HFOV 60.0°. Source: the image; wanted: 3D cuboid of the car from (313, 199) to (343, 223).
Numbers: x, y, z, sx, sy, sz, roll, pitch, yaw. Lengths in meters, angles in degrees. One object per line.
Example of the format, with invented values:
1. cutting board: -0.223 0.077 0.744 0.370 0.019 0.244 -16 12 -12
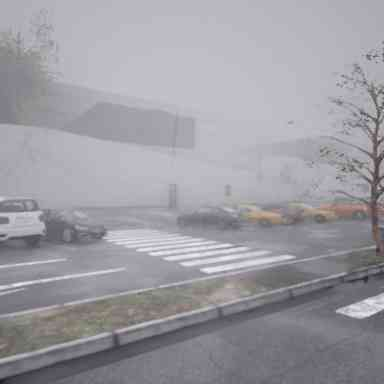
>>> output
1. car: 8.620 1.576 26.242 5.366 1.575 1.946 -1 -1 35

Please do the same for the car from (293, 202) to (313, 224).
1. car: 6.011 1.592 24.629 4.792 1.488 2.163 -1 -1 35

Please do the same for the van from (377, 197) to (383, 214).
1. van: 15.860 1.397 31.484 4.442 1.987 1.878 -1 -1 35

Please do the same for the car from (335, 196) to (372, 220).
1. car: 13.349 1.486 29.791 4.553 1.767 2.185 -1 -1 34

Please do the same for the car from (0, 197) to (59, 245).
1. car: -8.565 1.241 14.248 5.566 2.045 2.435 -1 -1 35

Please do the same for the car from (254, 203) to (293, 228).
1. car: 3.761 1.539 22.781 5.366 1.575 1.946 -1 -1 35

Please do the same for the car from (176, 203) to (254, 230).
1. car: 1.180 1.569 21.150 4.674 1.452 2.002 -1 -1 35

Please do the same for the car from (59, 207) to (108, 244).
1. car: -6.110 1.500 15.974 4.892 1.521 2.231 -1 -1 34
